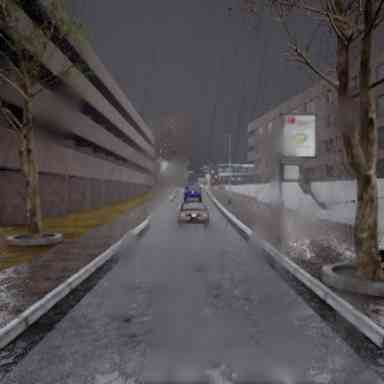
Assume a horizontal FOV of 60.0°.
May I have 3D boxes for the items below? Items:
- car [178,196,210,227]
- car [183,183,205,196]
[{"bbox_3d":[0.104,1.229,20.293,2.033,1.411,5.357,0,2,0],"label":"car"},{"bbox_3d":[0.110,-0.028,41.715,2.150,2.045,5.566,0,3,0],"label":"car"}]
